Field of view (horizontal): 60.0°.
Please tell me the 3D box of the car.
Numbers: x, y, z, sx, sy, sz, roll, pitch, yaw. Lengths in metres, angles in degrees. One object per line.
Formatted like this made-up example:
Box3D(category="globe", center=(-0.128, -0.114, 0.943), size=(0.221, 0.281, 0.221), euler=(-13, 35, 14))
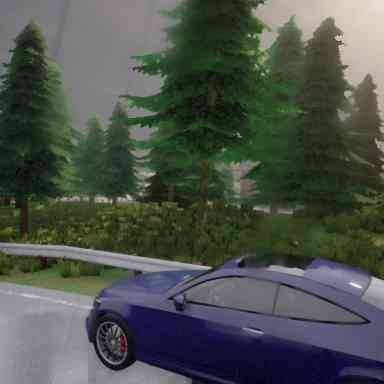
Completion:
Box3D(category="car", center=(0.796, 1.499, 4.072), size=(4.674, 1.442, 1.812), euler=(1, 1, 31))
